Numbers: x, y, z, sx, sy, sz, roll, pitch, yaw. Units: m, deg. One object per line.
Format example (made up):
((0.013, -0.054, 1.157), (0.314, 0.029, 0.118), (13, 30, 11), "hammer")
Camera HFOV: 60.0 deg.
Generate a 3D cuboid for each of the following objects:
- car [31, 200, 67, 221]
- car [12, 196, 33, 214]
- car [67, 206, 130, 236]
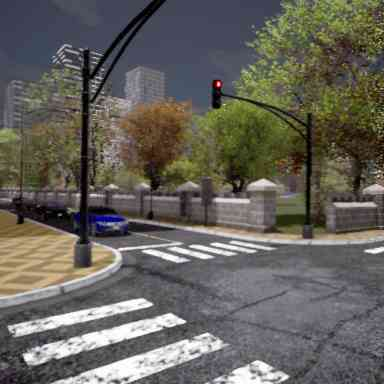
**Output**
((-10.969, 1.501, 26.261), (1.994, 1.385, 4.181), (1, 0, -37), "car")
((-16.886, 1.453, 34.243), (1.994, 1.385, 4.181), (1, 0, -36), "car")
((-5.142, 1.511, 18.427), (1.812, 1.442, 4.674), (1, 0, -37), "car")
